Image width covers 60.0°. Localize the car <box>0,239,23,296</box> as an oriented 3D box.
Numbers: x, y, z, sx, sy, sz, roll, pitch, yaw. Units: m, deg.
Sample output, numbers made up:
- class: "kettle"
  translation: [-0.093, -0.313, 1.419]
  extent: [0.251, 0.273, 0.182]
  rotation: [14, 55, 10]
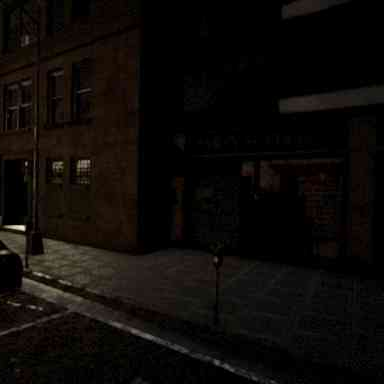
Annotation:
- class: "car"
  translation: [-5.155, 1.347, 6.793]
  extent: [4.403, 1.369, 2.008]
  rotation: [2, 1, 36]
